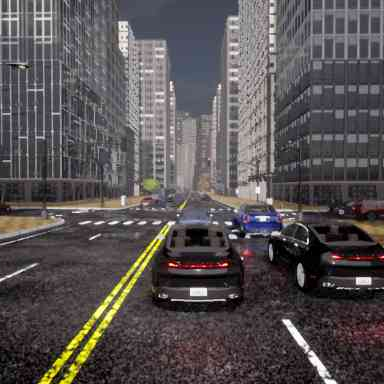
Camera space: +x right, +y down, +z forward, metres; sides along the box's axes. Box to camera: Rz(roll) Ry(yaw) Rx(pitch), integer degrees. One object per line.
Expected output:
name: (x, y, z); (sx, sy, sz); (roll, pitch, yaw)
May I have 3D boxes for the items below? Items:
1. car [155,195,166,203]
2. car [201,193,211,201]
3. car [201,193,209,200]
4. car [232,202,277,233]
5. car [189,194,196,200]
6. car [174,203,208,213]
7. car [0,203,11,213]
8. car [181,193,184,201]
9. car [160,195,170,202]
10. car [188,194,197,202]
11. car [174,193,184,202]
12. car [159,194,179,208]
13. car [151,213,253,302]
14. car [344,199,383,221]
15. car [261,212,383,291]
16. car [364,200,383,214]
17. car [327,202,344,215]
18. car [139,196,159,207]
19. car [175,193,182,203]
car: (-6.343, 1.416, 67.651); (1.882, 1.535, 5.008); (0, 0, 0)
car: (3.456, 1.391, 79.328); (1.882, 1.535, 5.008); (0, 0, 0)
car: (3.483, 1.092, 89.717); (2.097, 1.767, 4.553); (0, 0, 0)
car: (3.395, 1.341, 18.029); (2.097, 1.767, 4.553); (0, 0, 0)
car: (0.234, 1.381, 90.175); (1.882, 1.535, 5.008); (0, 0, 0)
car: (0.146, 1.537, 17.794); (2.033, 1.411, 5.357); (0, 0, 0)
car: (-20.032, 1.313, 31.790); (5.008, 1.535, 1.882); (1, 1, 1)
car: (-3.099, 1.464, 67.430); (1.812, 1.442, 4.674); (0, 0, 1)
car: (-6.299, 1.448, 77.921); (1.812, 1.442, 4.674); (0, 0, 0)
car: (0.195, 1.453, 74.848); (1.812, 1.442, 4.674); (0, 0, 0)
car: (-3.049, 1.149, 77.882); (2.150, 2.045, 5.566); (0, 0, 0)
car: (-3.215, 1.468, 48.270); (1.837, 1.490, 4.892); (0, 0, 0)
car: (0.119, 1.500, 8.239); (1.837, 1.490, 4.892); (0, 0, 0)
car: (16.274, 1.518, 28.507); (5.009, 1.841, 2.192); (1, 0, 1)
car: (3.373, 1.500, 8.946); (1.837, 1.490, 4.892); (0, 0, 0)
car: (21.905, 1.641, 36.779); (4.829, 1.417, 1.752); (1, 0, 1)
car: (16.516, 1.615, 34.288); (4.892, 1.490, 1.837); (1, 1, 1)
car: (-6.461, 1.488, 49.042); (1.812, 1.442, 4.674); (0, 0, 2)
car: (-3.184, 1.457, 57.609); (1.837, 1.490, 4.892); (0, 0, 0)
